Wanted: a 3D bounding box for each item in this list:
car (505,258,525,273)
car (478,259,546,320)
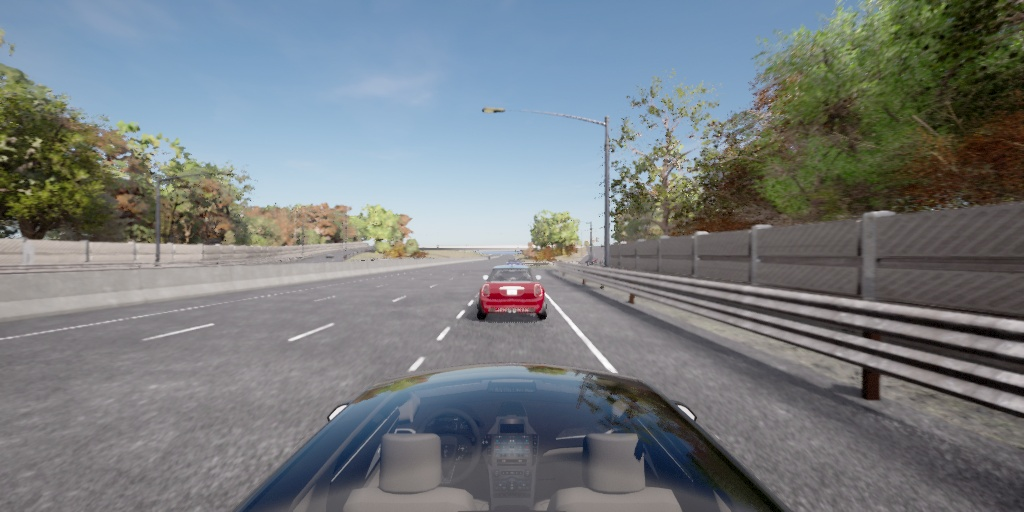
[{"bbox_3d":[0.453,1.105,43.455,2.097,1.767,4.553,0,0,5],"label":"car"},{"bbox_3d":[-0.001,1.100,12.819,2.097,1.767,4.553,0,0,0],"label":"car"}]
